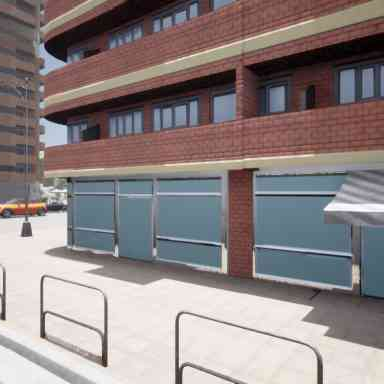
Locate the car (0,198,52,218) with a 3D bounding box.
[{"bbox_3d":[-15.505,1.352,29.755,2.097,1.767,4.553,0,0,36],"label":"car"}]

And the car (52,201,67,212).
[{"bbox_3d":[-15.392,1.601,35.841,1.895,1.301,4.718,0,0,36],"label":"car"}]
